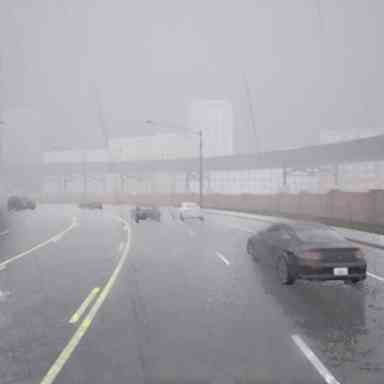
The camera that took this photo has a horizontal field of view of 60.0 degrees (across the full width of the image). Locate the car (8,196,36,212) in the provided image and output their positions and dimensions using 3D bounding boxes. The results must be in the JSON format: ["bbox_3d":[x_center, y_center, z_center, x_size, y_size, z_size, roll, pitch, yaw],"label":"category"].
[{"bbox_3d":[-23.650,1.602,46.081,5.566,2.045,2.150,-1,0,45],"label":"car"}]

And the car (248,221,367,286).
[{"bbox_3d":[2.954,1.531,9.370,1.812,1.442,4.674,0,0,-5],"label":"car"}]

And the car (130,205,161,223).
[{"bbox_3d":[-3.810,1.681,26.568,1.895,1.301,4.718,-1,0,-16],"label":"car"}]

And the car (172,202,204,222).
[{"bbox_3d":[-0.387,1.575,27.127,1.812,1.442,4.674,0,0,-16],"label":"car"}]

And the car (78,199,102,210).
[{"bbox_3d":[-14.134,1.713,46.240,2.163,1.488,4.792,-1,0,-39],"label":"car"}]
